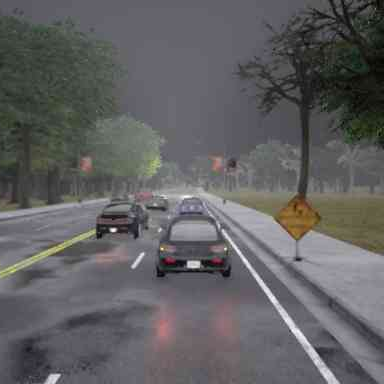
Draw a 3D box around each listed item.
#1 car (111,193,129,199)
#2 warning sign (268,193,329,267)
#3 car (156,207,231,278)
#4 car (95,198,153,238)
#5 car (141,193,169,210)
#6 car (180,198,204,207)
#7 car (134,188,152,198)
[{"bbox_3d":[-10.058,0.847,46.713,1.994,1.385,4.181,0,1,0],"label":"car"},{"bbox_3d":[2.834,0.972,8.962,1.300,1.860,1.060,0,1,0],"label":"warning sign"},{"bbox_3d":[0.039,1.374,9.535,1.812,1.442,4.674,0,1,0],"label":"car"},{"bbox_3d":[-3.197,1.254,15.923,1.837,1.490,4.892,0,1,0],"label":"car"},{"bbox_3d":[-3.270,1.077,31.459,1.994,1.385,4.181,0,1,0],"label":"car"},{"bbox_3d":[-0.011,1.141,26.133,2.033,1.411,5.357,0,1,0],"label":"car"},{"bbox_3d":[-6.813,0.500,47.165,2.150,2.045,5.566,0,1,0],"label":"car"}]
